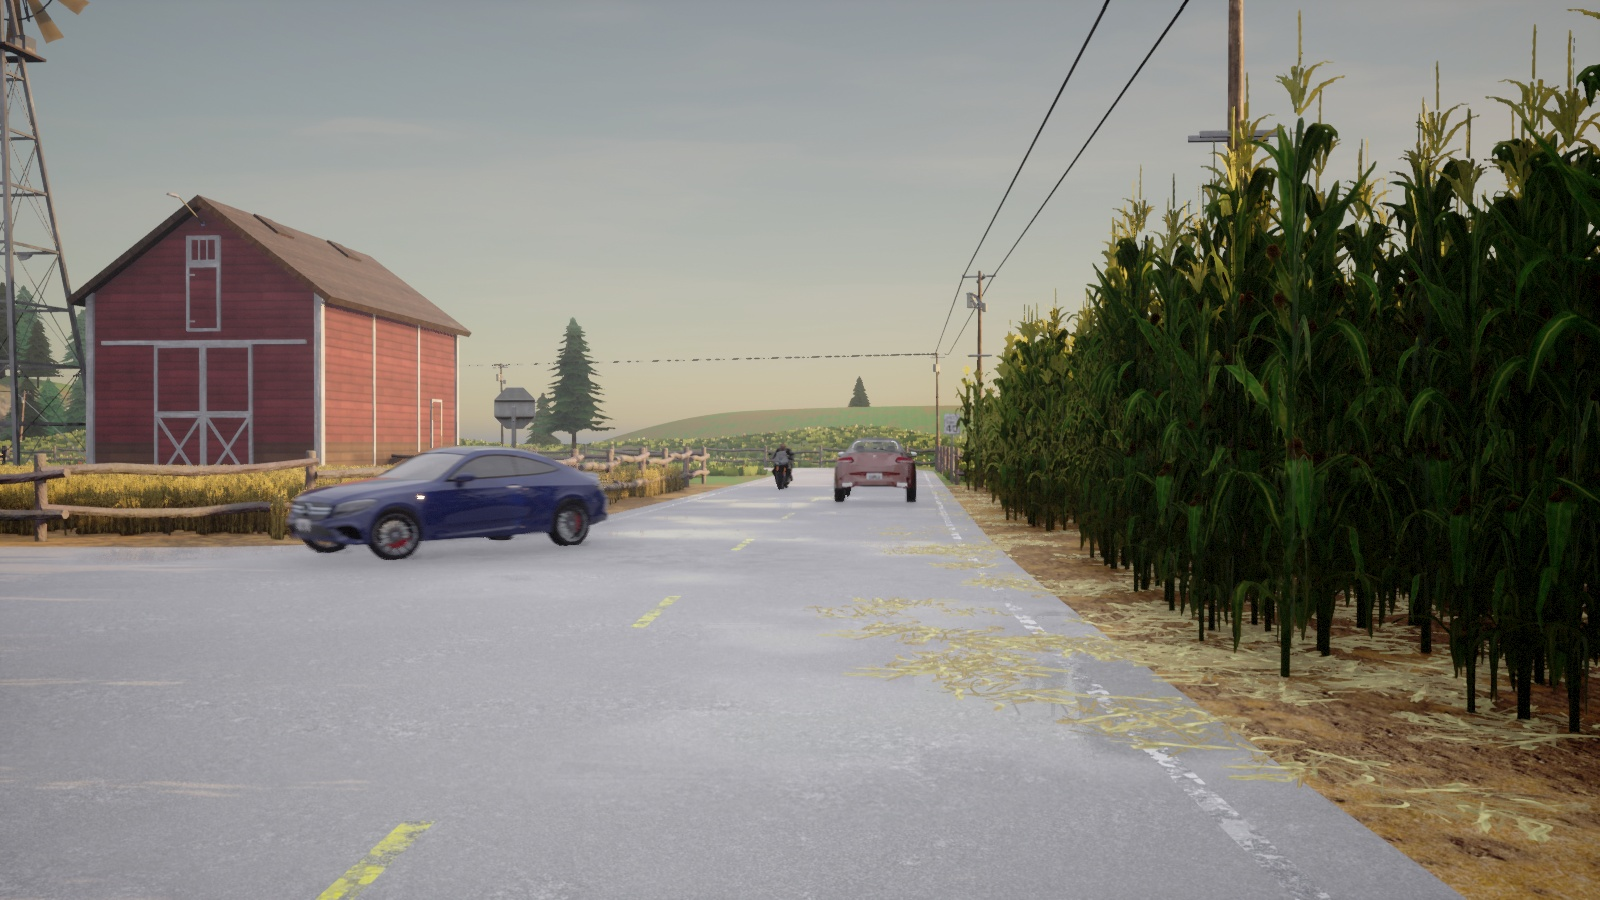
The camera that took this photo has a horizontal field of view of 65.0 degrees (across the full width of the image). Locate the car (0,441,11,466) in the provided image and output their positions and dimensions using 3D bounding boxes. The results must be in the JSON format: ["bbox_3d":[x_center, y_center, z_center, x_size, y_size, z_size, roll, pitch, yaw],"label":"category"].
[{"bbox_3d":[-52.925,0.195,79.391,5.366,1.575,1.801,0,0,10],"label":"car"}]

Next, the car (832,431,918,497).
[{"bbox_3d":[2.075,0.336,33.801,2.152,1.651,5.027,0,0,5],"label":"car"}]

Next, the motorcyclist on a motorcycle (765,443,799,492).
[{"bbox_3d":[-0.560,0.553,40.394,0.866,1.530,2.191,0,0,5],"label":"motorcyclist on a motorcycle"}]

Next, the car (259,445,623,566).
[{"bbox_3d":[-4.874,0.669,17.629,1.812,1.442,4.674,1,1,41],"label":"car"}]
